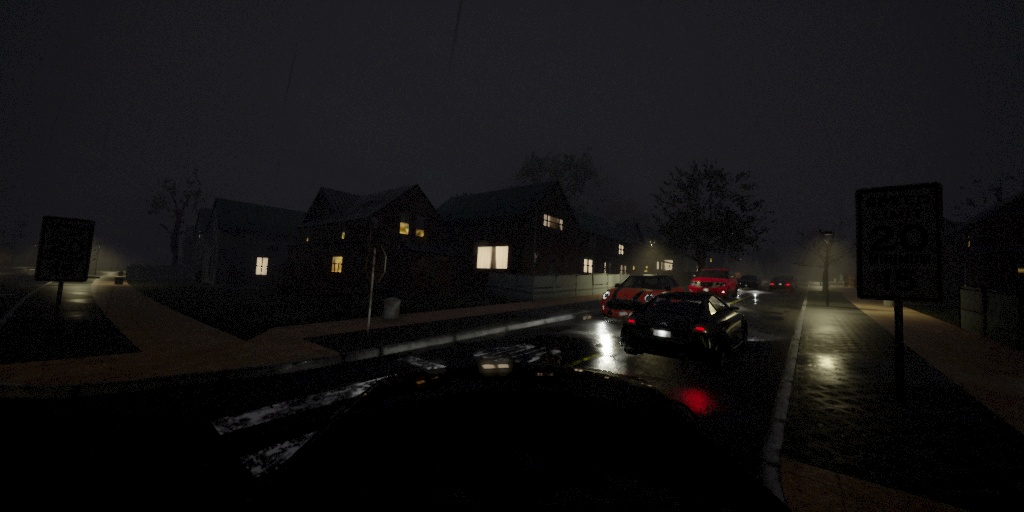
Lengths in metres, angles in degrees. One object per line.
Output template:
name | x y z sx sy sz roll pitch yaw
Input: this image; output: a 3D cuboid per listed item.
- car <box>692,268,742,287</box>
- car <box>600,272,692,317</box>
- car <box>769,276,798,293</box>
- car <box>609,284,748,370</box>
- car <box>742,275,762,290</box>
car | 13.845 1.846 24.471 2.150 2.045 5.566 0 -2 40
car | 5.326 1.522 14.296 2.097 1.767 4.553 0 -2 40
car | 25.737 2.673 34.150 2.033 1.411 5.357 0 -2 40
car | 4.208 1.545 8.515 1.994 1.385 4.181 0 -2 40
car | 24.705 2.744 37.307 1.837 1.490 4.892 0 -2 40
